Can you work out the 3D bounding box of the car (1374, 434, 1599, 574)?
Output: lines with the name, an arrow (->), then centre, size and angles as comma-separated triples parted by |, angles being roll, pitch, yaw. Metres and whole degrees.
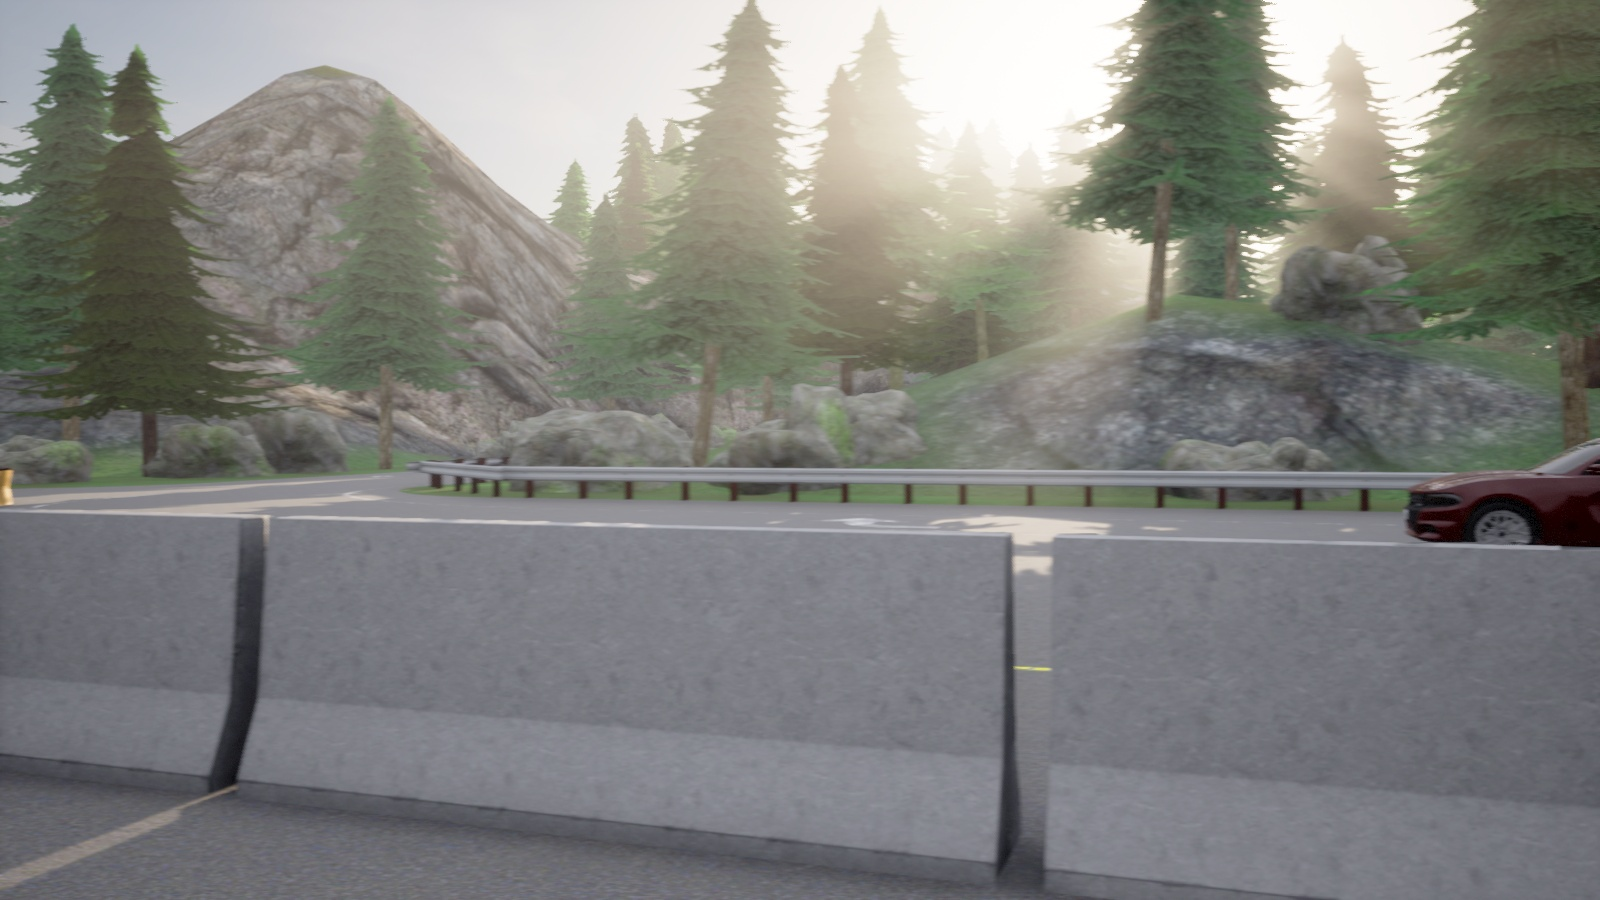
car -> 9.597, 0.606, 14.734 | 5.008, 1.535, 1.882 | 1, 1, 19
